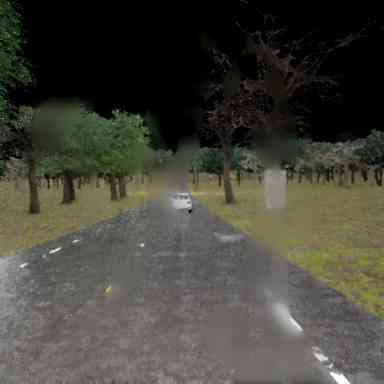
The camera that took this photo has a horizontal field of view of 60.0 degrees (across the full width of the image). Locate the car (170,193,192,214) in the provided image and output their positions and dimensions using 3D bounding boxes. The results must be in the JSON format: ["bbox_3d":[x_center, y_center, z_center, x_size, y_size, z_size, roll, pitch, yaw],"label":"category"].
[{"bbox_3d":[-1.146,1.159,35.458,2.150,2.045,5.566,-2,0,-1],"label":"car"}]

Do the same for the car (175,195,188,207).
[{"bbox_3d":[-1.598,1.306,49.367,1.812,1.442,4.674,-2,1,-1],"label":"car"}]
